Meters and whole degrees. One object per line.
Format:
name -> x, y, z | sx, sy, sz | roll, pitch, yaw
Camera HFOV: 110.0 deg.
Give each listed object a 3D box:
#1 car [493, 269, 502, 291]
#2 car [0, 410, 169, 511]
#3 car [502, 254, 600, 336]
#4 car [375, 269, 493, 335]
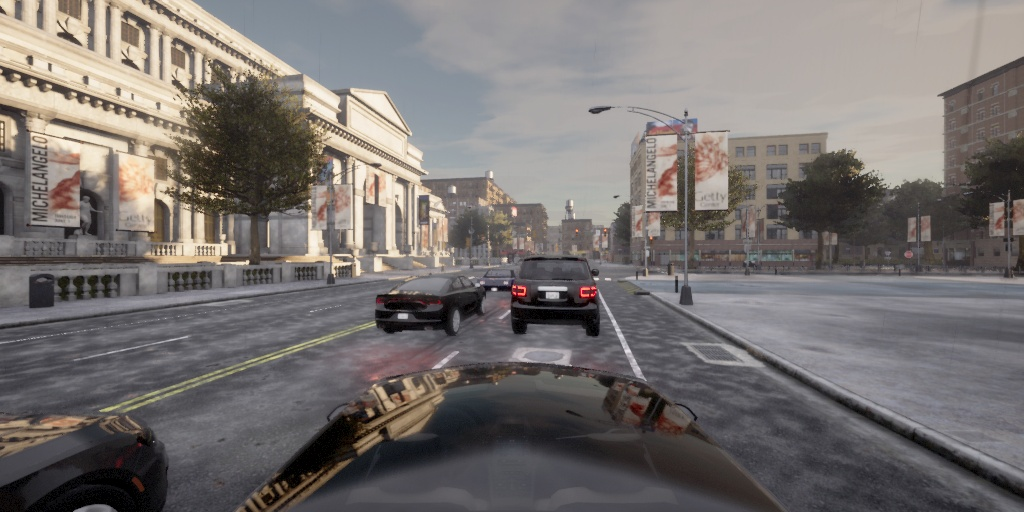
car -> -0.445, 1.349, 19.772 | 1.895, 1.301, 4.718 | 0, 0, 11
car -> -3.221, 1.255, 0.417 | 1.837, 1.490, 4.892 | 0, 0, -2
car -> 1.381, 0.971, 10.636 | 2.150, 2.045, 5.566 | 0, 0, 10
car -> -2.106, 1.227, 10.651 | 1.882, 1.535, 5.008 | 0, 0, 9
